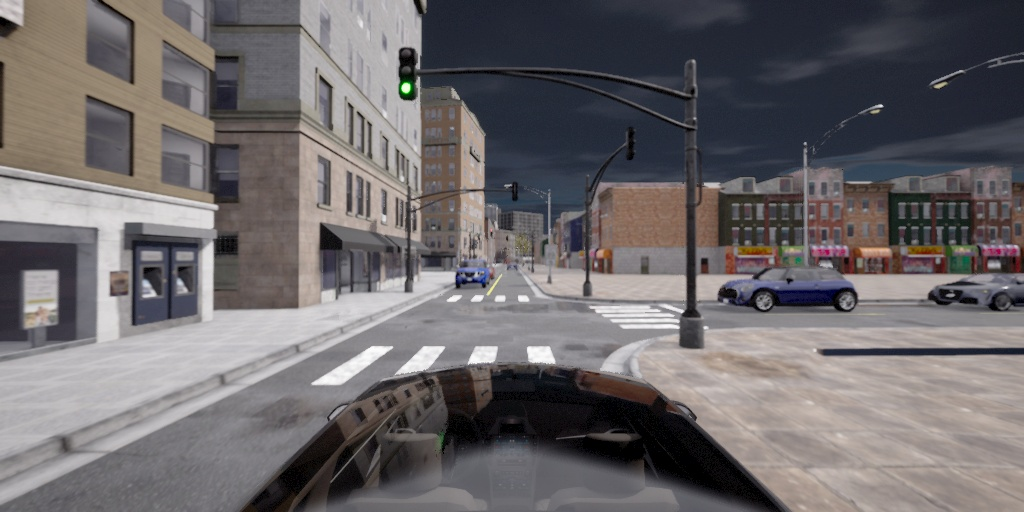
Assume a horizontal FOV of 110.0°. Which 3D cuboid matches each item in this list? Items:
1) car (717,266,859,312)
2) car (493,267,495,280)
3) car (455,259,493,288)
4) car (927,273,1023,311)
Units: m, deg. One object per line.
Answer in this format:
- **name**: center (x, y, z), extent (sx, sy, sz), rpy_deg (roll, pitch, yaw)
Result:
- **car**: center (10.752, 1.196, 14.263), extent (4.553, 1.767, 2.097), rpy_deg (0, 0, 1)
- **car**: center (-2.861, 1.510, 37.084), extent (2.097, 1.767, 4.553), rpy_deg (0, -1, 0)
- **car**: center (-2.866, 1.261, 26.920), extent (2.150, 2.045, 5.566), rpy_deg (0, -1, 0)
- **car**: center (19.431, 1.376, 14.283), extent (4.181, 1.385, 1.994), rpy_deg (0, 0, 0)
